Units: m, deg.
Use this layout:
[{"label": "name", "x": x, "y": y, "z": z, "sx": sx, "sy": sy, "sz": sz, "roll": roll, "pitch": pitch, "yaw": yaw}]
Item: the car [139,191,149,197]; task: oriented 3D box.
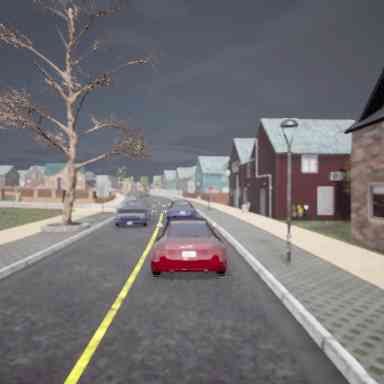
[{"label": "car", "x": -10.374, "y": 0.562, "z": 72.050, "sx": 1.994, "sy": 1.385, "sz": 4.181, "roll": 0, "pitch": 1, "yaw": -12}]

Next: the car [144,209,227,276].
[{"label": "car", "x": -0.123, "y": 1.427, "z": 9.957, "sx": 1.994, "sy": 1.385, "sz": 4.181, "roll": 0, "pitch": 1, "yaw": -2}]

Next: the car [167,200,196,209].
[{"label": "car", "x": -0.748, "y": 1.251, "z": 22.950, "sx": 1.994, "sy": 1.385, "sz": 4.181, "roll": 0, "pitch": 1, "yaw": -5}]

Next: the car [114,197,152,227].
[{"label": "car", "x": -3.492, "y": 1.266, "z": 20.566, "sx": 2.033, "sy": 1.411, "sz": 5.357, "roll": 0, "pitch": 1, "yaw": -3}]
